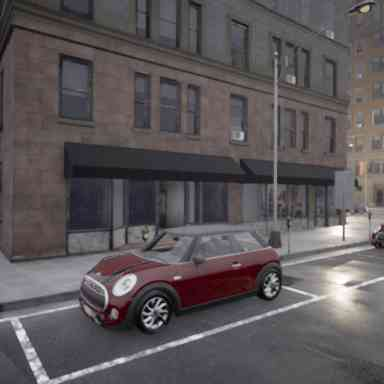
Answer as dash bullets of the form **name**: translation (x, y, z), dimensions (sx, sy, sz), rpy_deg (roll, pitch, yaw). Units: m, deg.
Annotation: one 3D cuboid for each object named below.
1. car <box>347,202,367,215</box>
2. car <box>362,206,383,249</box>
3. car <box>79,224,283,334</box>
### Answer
- **car**: translation (14.645, 1.398, 32.451), dimensions (2.128, 1.511, 4.902), rpy_deg (1, 0, -36)
- **car**: translation (8.829, 1.437, 13.082), dimensions (4.097, 1.590, 1.967), rpy_deg (0, 0, -36)
- **car**: translation (-0.105, 1.439, 6.687), dimensions (4.097, 1.590, 1.967), rpy_deg (0, 0, -36)
